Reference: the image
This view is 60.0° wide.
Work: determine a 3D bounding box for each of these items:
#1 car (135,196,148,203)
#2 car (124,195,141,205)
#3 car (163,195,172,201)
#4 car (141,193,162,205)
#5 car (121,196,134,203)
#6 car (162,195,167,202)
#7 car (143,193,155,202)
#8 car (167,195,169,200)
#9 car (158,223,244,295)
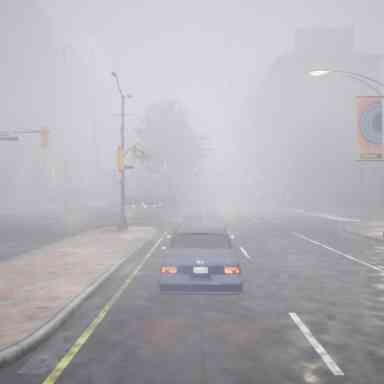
[{"bbox_3d":[-10.281,1.505,67.992,1.837,1.490,4.892,0,0,1],"label":"car"},{"bbox_3d":[-10.537,1.352,57.817,2.097,1.767,4.553,0,0,1],"label":"car"},{"bbox_3d":[-6.434,1.478,86.581,1.882,1.535,5.008,0,0,1],"label":"car"},{"bbox_3d":[-7.037,1.352,57.941,2.097,1.767,4.553,0,0,1],"label":"car"},{"bbox_3d":[-13.491,1.595,69.781,1.895,1.301,4.718,0,0,1],"label":"car"},{"bbox_3d":[-6.824,1.352,66.713,2.097,1.767,4.553,0,0,1],"label":"car"},{"bbox_3d":[-10.079,1.225,78.678,2.150,2.045,5.566,0,0,1],"label":"car"},{"bbox_3d":[-6.618,1.525,76.487,2.128,1.511,4.902,0,0,1],"label":"car"},{"bbox_3d":[0.225,1.547,8.891,2.033,1.411,5.357,0,0,1],"label":"car"}]
